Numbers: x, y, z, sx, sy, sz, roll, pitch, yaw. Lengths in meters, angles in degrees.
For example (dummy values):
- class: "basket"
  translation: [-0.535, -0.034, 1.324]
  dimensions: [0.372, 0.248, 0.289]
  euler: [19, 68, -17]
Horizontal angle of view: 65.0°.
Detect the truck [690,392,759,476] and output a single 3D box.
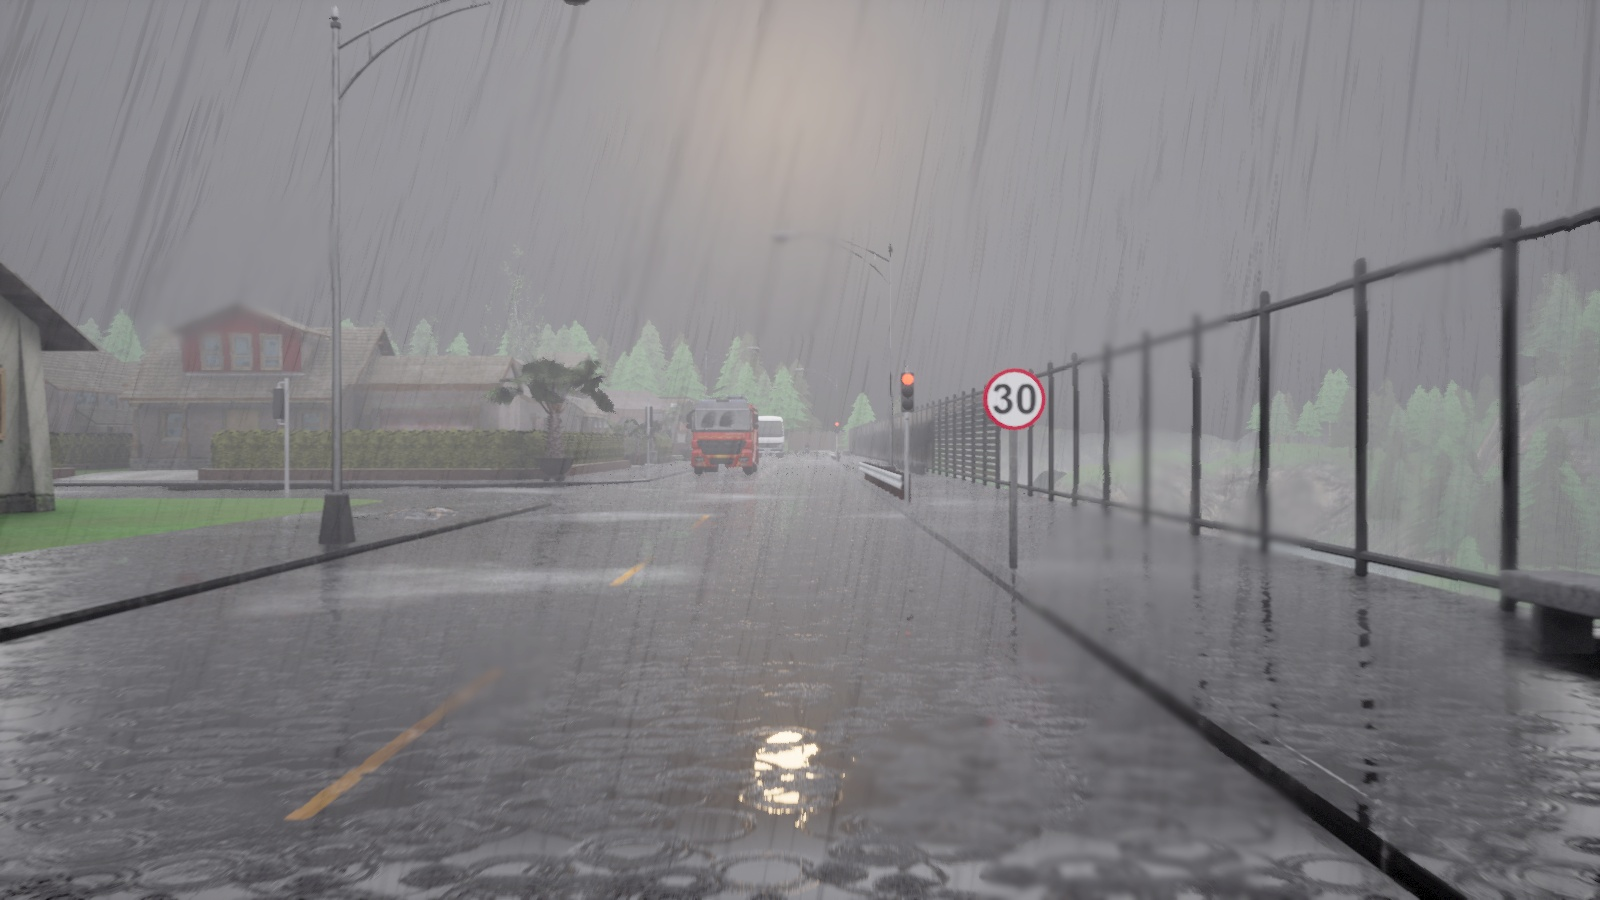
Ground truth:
- class: "truck"
  translation: [-3.616, -0.772, 62.061]
  dimensions: [2.891, 3.827, 8.468]
  euler: [0, 0, 0]
